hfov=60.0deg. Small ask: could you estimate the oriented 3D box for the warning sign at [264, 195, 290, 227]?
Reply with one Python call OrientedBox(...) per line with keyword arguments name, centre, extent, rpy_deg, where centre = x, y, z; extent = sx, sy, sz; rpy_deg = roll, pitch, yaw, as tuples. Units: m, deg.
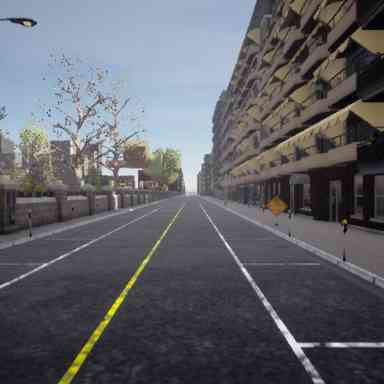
OrientedBox(name="warning sign", centre=(5.068, 1.136, 19.905), extent=(1.300, 1.860, 1.060), rpy_deg=(0, 0, 0))
